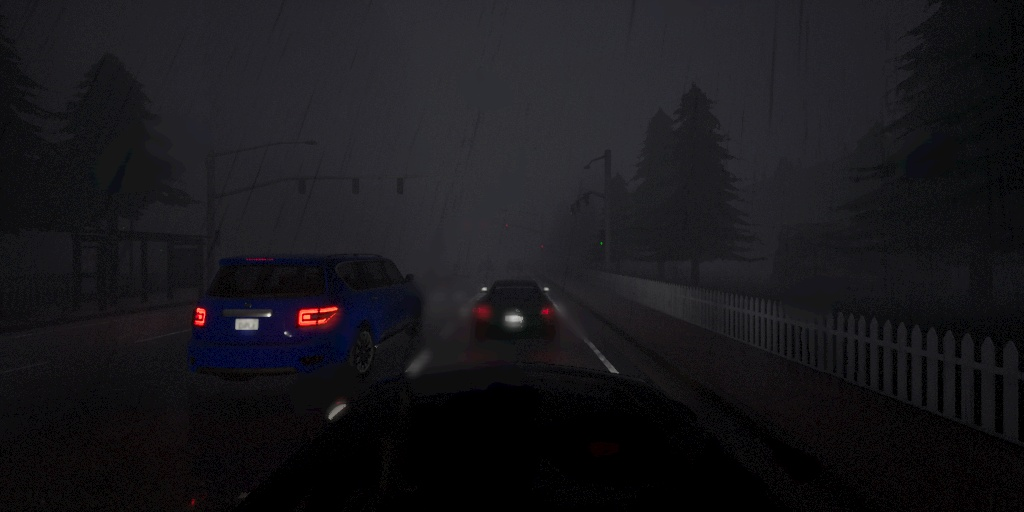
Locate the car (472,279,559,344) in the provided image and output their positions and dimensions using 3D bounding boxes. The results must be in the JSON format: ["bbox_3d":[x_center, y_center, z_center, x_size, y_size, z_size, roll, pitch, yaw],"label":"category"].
[{"bbox_3d":[0.089,1.313,9.592,1.994,1.385,4.181,0,0,1],"label":"car"}]

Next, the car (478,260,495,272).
[{"bbox_3d":[-3.224,1.238,45.590,2.128,1.511,4.902,0,0,1],"label":"car"}]

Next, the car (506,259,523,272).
[{"bbox_3d":[0.278,1.098,45.643,2.097,1.767,4.553,0,0,0],"label":"car"}]

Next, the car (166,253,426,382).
[{"bbox_3d":[-3.404,0.972,7.312,2.150,2.045,5.566,0,0,0],"label":"car"}]
